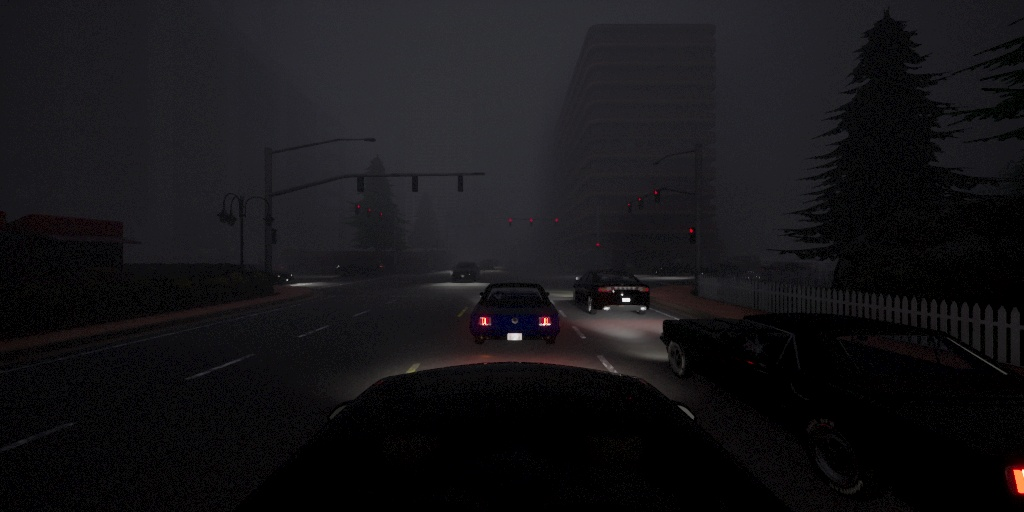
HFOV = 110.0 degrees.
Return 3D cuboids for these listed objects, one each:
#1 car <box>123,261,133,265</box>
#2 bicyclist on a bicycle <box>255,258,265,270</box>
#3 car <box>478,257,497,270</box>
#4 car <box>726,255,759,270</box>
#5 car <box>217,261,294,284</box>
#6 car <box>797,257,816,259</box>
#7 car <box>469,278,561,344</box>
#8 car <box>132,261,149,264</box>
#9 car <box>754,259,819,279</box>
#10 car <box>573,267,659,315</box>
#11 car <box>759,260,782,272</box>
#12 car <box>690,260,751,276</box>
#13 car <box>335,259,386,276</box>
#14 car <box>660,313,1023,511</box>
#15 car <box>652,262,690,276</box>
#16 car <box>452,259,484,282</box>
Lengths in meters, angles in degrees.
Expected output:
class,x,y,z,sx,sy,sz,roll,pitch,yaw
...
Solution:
class,x,y,z,sx,sy,sz,roll,pitch,yaw
car,-29.569,1.242,24.247,5.357,1.411,2.033,0,0,0
bicyclist on a bicycle,-27.897,0.996,39.744,0.582,1.620,1.656,0,0,0
car,-3.609,1.228,51.966,1.882,1.535,5.008,0,1,0
car,25.640,0.916,40.091,5.566,2.045,2.150,0,0,-31
car,-17.917,1.242,24.337,5.357,1.411,2.033,0,0,0
car,36.247,0.916,44.150,2.150,2.045,5.566,0,0,43
car,0.072,1.351,9.500,1.895,1.301,4.718,0,0,0
car,-37.166,1.220,34.884,4.674,1.442,1.812,0,0,0
car,24.130,1.242,31.270,5.357,1.411,2.033,0,0,-22
car,3.584,1.228,13.706,1.882,1.535,5.008,0,0,0
car,33.369,1.220,46.213,1.812,1.442,4.674,0,0,42
car,19.562,1.295,33.639,4.718,1.301,1.895,0,0,-18
car,-14.802,1.049,35.119,4.553,1.767,2.097,0,0,-10
car,3.600,1.351,4.386,1.895,1.301,4.718,0,0,0
car,16.580,1.295,36.488,4.718,1.301,1.895,0,0,-14
car,-3.609,1.245,28.680,1.837,1.490,4.892,0,0,0
